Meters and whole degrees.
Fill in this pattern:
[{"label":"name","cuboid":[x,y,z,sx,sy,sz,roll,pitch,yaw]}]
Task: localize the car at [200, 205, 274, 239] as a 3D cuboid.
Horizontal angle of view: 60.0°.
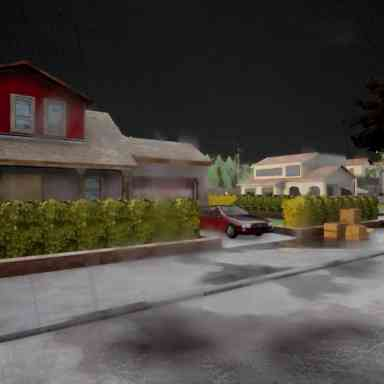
[{"label":"car","cuboid":[1.530,1.356,16.517,2.033,1.415,5.357,0,0,-33]}]
